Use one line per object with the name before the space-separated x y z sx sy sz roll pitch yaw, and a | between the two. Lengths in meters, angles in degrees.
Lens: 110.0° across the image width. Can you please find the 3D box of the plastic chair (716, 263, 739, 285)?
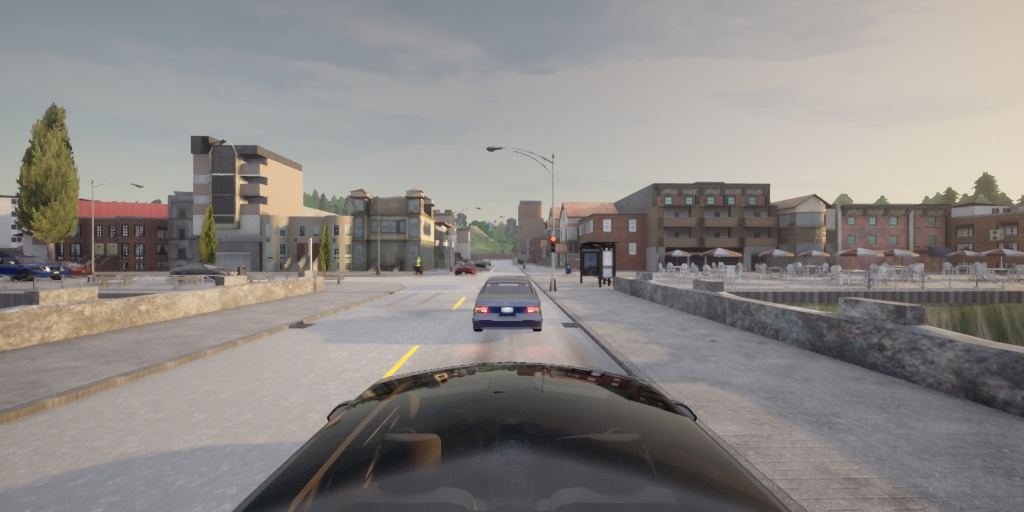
plastic chair | 14.609 1.279 24.297 0.750 1.272 0.730 0 0 -1

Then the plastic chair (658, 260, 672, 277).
plastic chair | 14.163 1.279 33.491 0.730 1.272 0.750 0 0 -1

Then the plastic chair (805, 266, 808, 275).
plastic chair | 28.236 1.279 35.315 0.730 1.272 0.750 0 0 -1

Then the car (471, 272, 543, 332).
car | -0.119 1.297 10.834 2.033 1.411 5.357 0 0 0

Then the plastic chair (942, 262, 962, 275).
plastic chair | 44.916 1.279 36.679 0.730 1.272 0.750 0 0 -1

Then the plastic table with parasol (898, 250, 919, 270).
plastic table with parasol | 30.058 0.675 28.222 2.482 2.480 2.482 0 0 -1

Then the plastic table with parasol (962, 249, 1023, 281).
plastic table with parasol | 37.353 0.675 27.368 2.482 2.480 2.482 0 0 -1

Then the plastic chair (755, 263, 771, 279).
plastic chair | 21.211 1.279 30.503 0.730 1.272 0.750 0 0 -1

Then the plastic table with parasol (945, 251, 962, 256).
plastic table with parasol | 46.118 0.675 36.578 2.482 2.480 2.482 0 0 -1

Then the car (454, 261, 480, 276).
car | -4.690 1.351 36.611 1.895 1.301 4.718 0 0 -1

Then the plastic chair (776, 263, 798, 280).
plastic chair | 22.333 1.279 29.120 0.750 1.272 0.730 0 0 -1

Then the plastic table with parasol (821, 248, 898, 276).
plastic table with parasol | 23.410 0.675 24.287 2.482 2.480 2.482 0 0 -1

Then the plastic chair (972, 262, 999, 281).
plastic chair | 36.224 1.279 27.438 0.730 1.272 0.750 0 0 -1

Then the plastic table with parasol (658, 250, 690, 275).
plastic table with parasol | 15.385 0.675 33.391 2.482 2.480 2.482 0 0 -1

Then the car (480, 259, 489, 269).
car | -4.978 1.351 55.138 1.895 1.301 4.718 0 0 -1

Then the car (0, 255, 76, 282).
car | -38.635 0.969 28.205 5.566 2.045 2.150 0 0 -1

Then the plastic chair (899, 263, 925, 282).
plastic chair | 30.069 1.279 26.942 0.750 1.272 0.730 0 0 -1

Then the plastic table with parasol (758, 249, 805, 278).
plastic table with parasol | 22.412 0.675 30.472 2.482 2.480 2.482 0 0 -1

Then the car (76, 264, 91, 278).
car | -41.028 1.275 32.375 4.674 1.442 1.812 0 0 -1

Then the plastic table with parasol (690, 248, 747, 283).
plastic table with parasol | 14.759 0.675 25.560 2.482 2.480 2.482 0 0 -1

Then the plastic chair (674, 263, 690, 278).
plastic chair | 15.285 1.279 32.109 0.750 1.272 0.730 0 0 -1

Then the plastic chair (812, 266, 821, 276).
plastic chair | 29.358 1.279 33.932 0.750 1.272 0.730 0 0 -1

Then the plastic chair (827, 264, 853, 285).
plastic chair | 22.209 1.279 24.318 0.730 1.272 0.750 0 0 -1

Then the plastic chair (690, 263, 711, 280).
plastic chair | 13.487 1.279 25.680 0.730 1.272 0.750 0 0 -1

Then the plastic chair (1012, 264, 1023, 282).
plastic chair | 37.384 1.279 26.058 0.750 1.272 0.730 0 0 -1

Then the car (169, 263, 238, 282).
car | -24.344 1.276 28.442 4.674 1.442 1.812 0 0 -1

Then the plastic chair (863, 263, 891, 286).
plastic chair | 23.331 1.279 22.935 0.750 1.272 0.730 0 0 -1

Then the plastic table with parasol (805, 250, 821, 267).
plastic table with parasol | 29.666 0.675 35.307 2.482 2.480 2.482 0 0 -1
